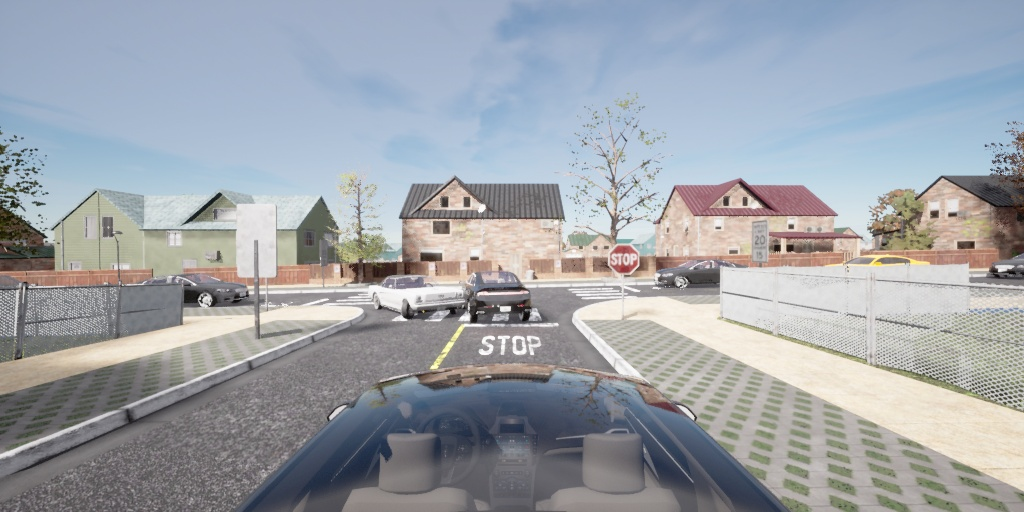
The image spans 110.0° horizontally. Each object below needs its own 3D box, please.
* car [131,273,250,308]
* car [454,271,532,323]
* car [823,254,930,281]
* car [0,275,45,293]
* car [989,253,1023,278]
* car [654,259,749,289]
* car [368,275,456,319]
[{"bbox_3d":[-14.902,1.567,16.560,4.902,1.511,2.128,-1,1,0],"label":"car"},{"bbox_3d":[-0.685,1.243,12.204,2.128,1.511,4.902,0,0,-12],"label":"car"},{"bbox_3d":[19.762,0.691,19.648,5.008,1.535,1.882,-1,1,-1],"label":"car"},{"bbox_3d":[-24.239,1.648,16.519,4.553,1.767,2.097,-1,1,0],"label":"car"},{"bbox_3d":[29.386,0.478,19.684,4.902,1.511,2.128,-1,1,0],"label":"car"},{"bbox_3d":[10.331,0.926,19.612,4.902,1.511,2.128,-1,1,0],"label":"car"},{"bbox_3d":[-3.602,1.368,13.064,1.895,1.301,4.718,0,0,-38],"label":"car"}]
